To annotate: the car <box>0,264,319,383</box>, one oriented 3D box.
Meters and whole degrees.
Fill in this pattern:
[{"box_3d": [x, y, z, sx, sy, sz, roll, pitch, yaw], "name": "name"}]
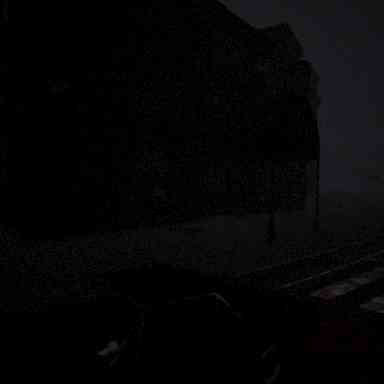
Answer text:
[{"box_3d": [-0.737, 1.610, 3.610, 4.718, 1.301, 1.895, 0, 0, -37], "name": "car"}]
